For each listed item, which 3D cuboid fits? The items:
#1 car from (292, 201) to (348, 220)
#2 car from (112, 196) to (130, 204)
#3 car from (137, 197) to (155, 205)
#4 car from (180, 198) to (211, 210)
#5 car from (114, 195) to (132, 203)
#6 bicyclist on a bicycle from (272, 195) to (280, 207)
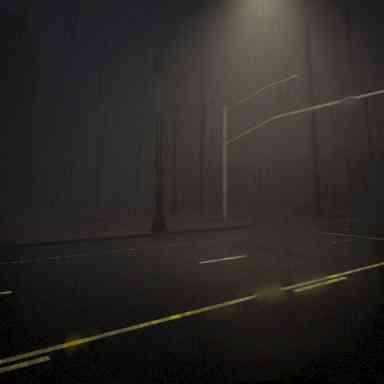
[{"bbox_3d":[10.683,1.525,28.066,1.812,1.442,4.674,0,0,-38],"label":"car"},{"bbox_3d":[-13.271,1.493,61.535,2.128,1.511,4.902,0,0,-35],"label":"car"},{"bbox_3d":[-8.559,1.564,61.070,1.994,1.385,4.181,0,0,-35],"label":"car"},{"bbox_3d":[0.412,1.491,42.224,2.128,1.511,4.902,0,0,-36],"label":"car"},{"bbox_3d":[-14.367,1.468,69.122,1.812,1.442,4.674,0,0,-36],"label":"car"},{"bbox_3d":[11.543,1.303,45.535,1.656,1.620,0.582,0,0,-36],"label":"bicyclist on a bicycle"}]
